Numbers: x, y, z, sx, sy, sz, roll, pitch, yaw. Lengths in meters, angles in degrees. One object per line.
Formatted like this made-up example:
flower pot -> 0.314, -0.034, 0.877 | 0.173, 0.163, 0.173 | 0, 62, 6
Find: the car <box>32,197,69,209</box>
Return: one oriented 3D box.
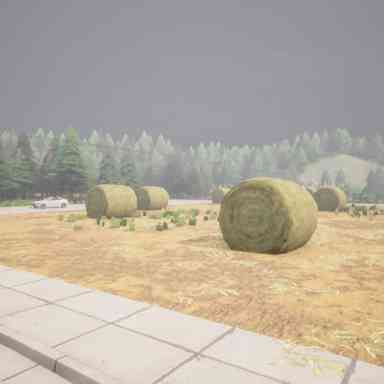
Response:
car -> -18.440, 1.391, 43.483 | 1.812, 1.442, 4.674 | 0, 0, 36
